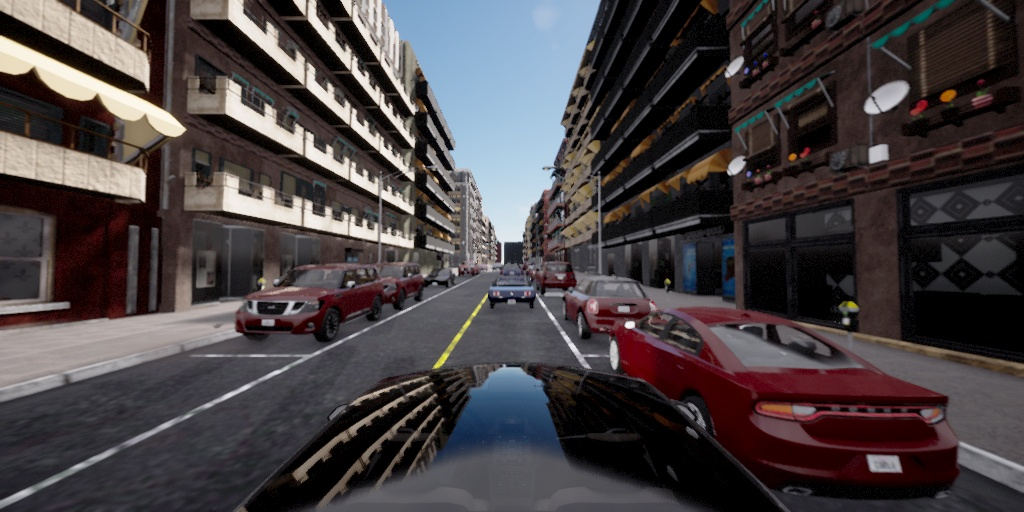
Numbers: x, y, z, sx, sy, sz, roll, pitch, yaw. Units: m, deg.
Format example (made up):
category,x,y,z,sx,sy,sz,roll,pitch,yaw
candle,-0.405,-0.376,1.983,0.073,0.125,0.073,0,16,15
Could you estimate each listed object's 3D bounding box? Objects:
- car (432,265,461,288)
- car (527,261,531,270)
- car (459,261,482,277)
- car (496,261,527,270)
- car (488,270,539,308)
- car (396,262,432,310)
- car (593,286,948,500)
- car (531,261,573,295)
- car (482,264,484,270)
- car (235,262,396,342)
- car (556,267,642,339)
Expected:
category,x,y,z,sx,sy,sz,roll,pitch,yaw
car,-5.319,1.576,26.889,1.948,1.339,4.313,0,0,0
car,2.528,1.511,32.361,1.967,1.591,4.097,0,0,0
car,-5.323,1.515,43.476,2.192,1.841,5.009,0,0,0
car,-0.005,1.405,30.960,2.097,1.767,4.553,0,-1,0
car,-0.001,1.495,15.986,1.895,1.301,4.718,0,-1,0
car,-5.317,1.207,15.827,2.192,1.841,5.009,0,0,0
car,2.568,1.325,4.707,1.888,1.381,4.507,0,0,0
car,2.530,1.264,21.299,2.192,1.841,5.009,0,0,0
car,-5.324,1.813,49.007,1.888,1.381,4.507,0,0,0
car,-5.315,1.151,10.297,2.192,1.841,5.009,0,0,0
car,2.574,1.275,10.239,1.967,1.591,4.097,0,0,0
